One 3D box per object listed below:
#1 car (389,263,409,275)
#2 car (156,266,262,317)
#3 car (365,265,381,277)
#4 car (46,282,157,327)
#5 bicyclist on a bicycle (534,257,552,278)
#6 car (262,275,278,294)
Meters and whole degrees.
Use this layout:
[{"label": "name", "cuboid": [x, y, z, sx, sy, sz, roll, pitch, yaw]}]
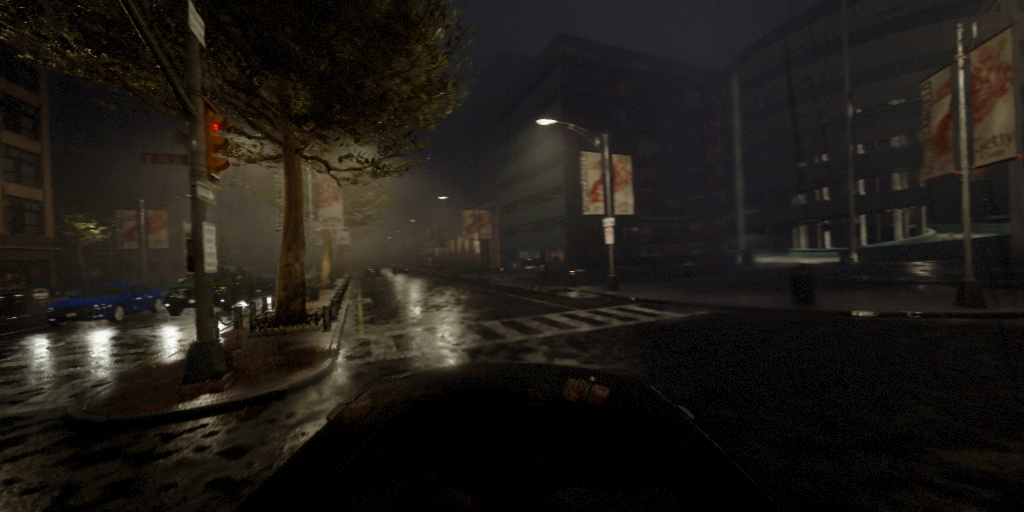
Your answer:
[{"label": "car", "cuboid": [-15.706, 1.961, 50.265, 1.895, 1.301, 4.718, -2, 0, -23]}, {"label": "car", "cuboid": [-14.289, 1.563, 17.378, 2.150, 2.045, 5.566, -2, 0, -23]}, {"label": "car", "cuboid": [-18.882, 1.991, 48.710, 2.128, 1.511, 4.902, -2, 0, -23]}, {"label": "car", "cuboid": [-17.301, 1.950, 15.556, 1.882, 1.535, 5.008, -2, 0, -23]}, {"label": "bicyclist on a bicycle", "cuboid": [2.386, 0.914, 27.871, 1.656, 1.620, 0.582, -3, 0, -23]}, {"label": "car", "cuboid": [-18.187, 2.098, 26.550, 1.895, 1.301, 4.718, -2, 0, -23]}]
